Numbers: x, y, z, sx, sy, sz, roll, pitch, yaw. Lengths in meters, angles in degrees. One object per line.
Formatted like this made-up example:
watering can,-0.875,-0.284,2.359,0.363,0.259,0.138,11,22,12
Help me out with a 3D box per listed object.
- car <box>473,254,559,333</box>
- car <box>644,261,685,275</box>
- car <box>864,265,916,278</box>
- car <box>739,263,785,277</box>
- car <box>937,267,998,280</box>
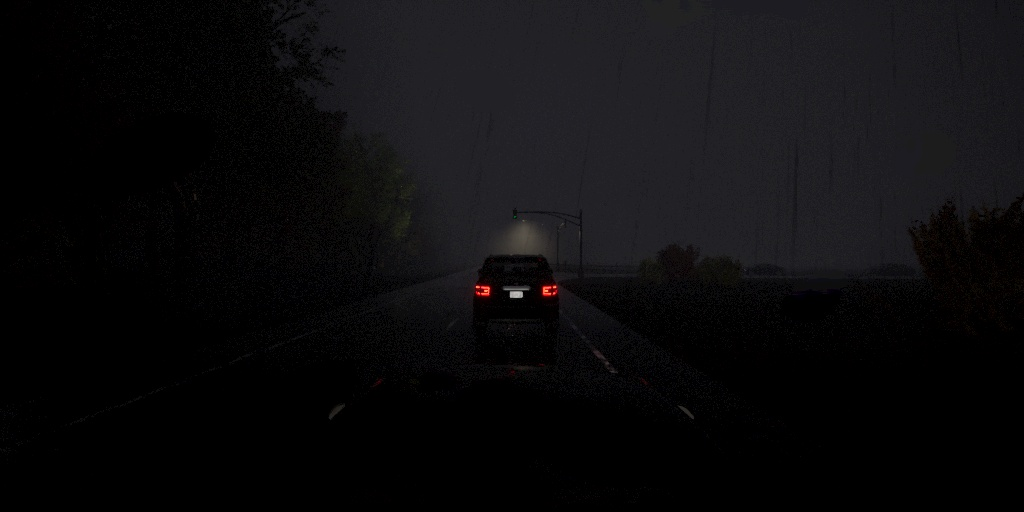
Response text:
car,0.105,0.974,10.867,2.150,2.045,5.566,0,0,0
car,17.770,1.355,42.227,4.553,1.767,2.097,1,-1,1
car,44.199,1.782,42.039,4.902,1.511,2.128,1,-1,1
car,29.130,1.604,42.135,5.008,1.535,1.882,0,-1,0
car,48.530,1.826,38.443,5.357,1.411,2.033,1,-1,0
